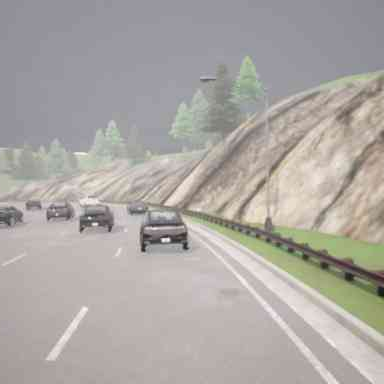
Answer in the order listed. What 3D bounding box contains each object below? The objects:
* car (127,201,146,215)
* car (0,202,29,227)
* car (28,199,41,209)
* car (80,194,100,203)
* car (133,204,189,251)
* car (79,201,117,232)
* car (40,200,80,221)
[{"bbox_3d":[-5.693,1.601,34.697,1.994,1.385,4.181,-1,0,-16],"label":"car"},{"bbox_3d":[-13.858,1.710,24.556,1.837,1.490,4.892,-1,-1,-14],"label":"car"},{"bbox_3d":[-23.999,1.846,50.352,1.837,1.490,4.892,0,-1,-30],"label":"car"},{"bbox_3d":[-15.668,1.407,50.755,2.150,2.045,5.566,0,-1,-31],"label":"car"},{"bbox_3d":[-1.269,1.488,14.180,2.128,1.511,4.902,-1,0,-8],"label":"car"},{"bbox_3d":[-5.886,1.570,20.861,1.837,1.490,4.892,-1,0,-11],"label":"car"},{"bbox_3d":[-11.488,1.646,29.261,2.128,1.511,4.902,-1,0,-14],"label":"car"}]
